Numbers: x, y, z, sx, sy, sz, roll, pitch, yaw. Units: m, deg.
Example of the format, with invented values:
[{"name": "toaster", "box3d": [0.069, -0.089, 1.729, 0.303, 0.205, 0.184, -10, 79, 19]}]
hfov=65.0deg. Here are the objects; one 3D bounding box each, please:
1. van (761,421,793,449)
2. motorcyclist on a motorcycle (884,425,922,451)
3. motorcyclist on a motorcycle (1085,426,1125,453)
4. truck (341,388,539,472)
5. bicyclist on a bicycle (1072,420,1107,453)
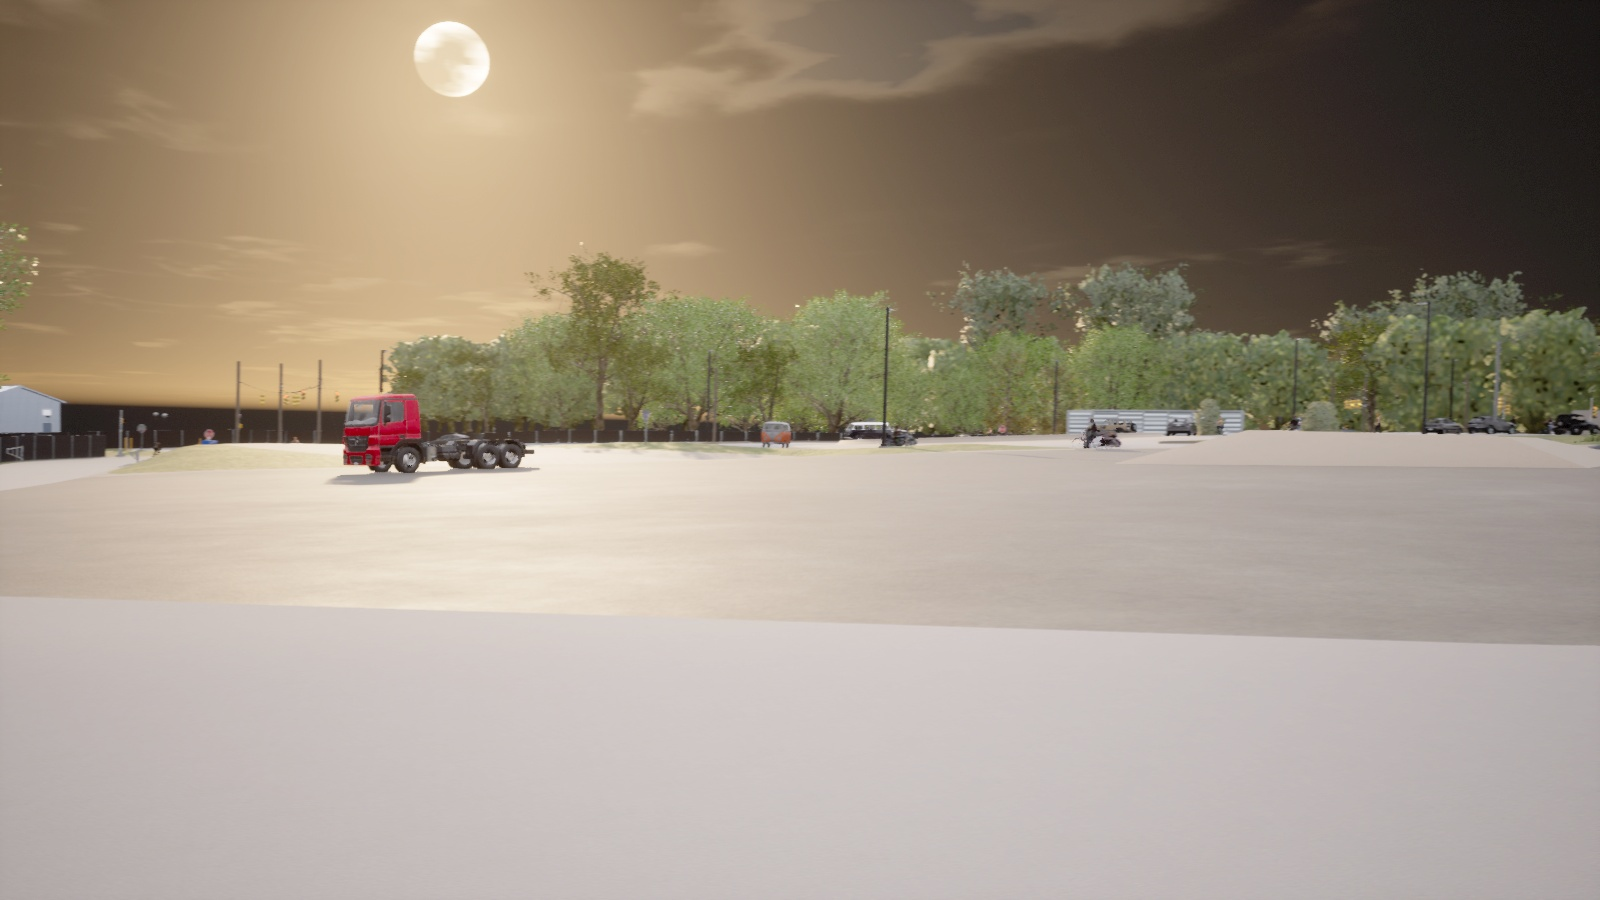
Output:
[{"name": "van", "box3d": [-1.716, -1.146, 94.551, 1.775, 1.987, 4.442, 2, 1, 6]}, {"name": "motorcyclist on a motorcycle", "box3d": [6.835, -0.786, 83.598, 2.350, 1.649, 0.766, -2, -1, 28]}, {"name": "motorcyclist on a motorcycle", "box3d": [18.624, -0.648, 76.608, 2.191, 1.530, 0.866, 2, 4, 31]}, {"name": "truck", "box3d": [-15.682, -0.920, 55.258, 2.891, 3.462, 7.936, 0, 2, 44]}, {"name": "bicyclist on a bicycle", "box3d": [15.782, -0.733, 68.474, 1.843, 1.776, 0.659, 0, 2, 12]}]
